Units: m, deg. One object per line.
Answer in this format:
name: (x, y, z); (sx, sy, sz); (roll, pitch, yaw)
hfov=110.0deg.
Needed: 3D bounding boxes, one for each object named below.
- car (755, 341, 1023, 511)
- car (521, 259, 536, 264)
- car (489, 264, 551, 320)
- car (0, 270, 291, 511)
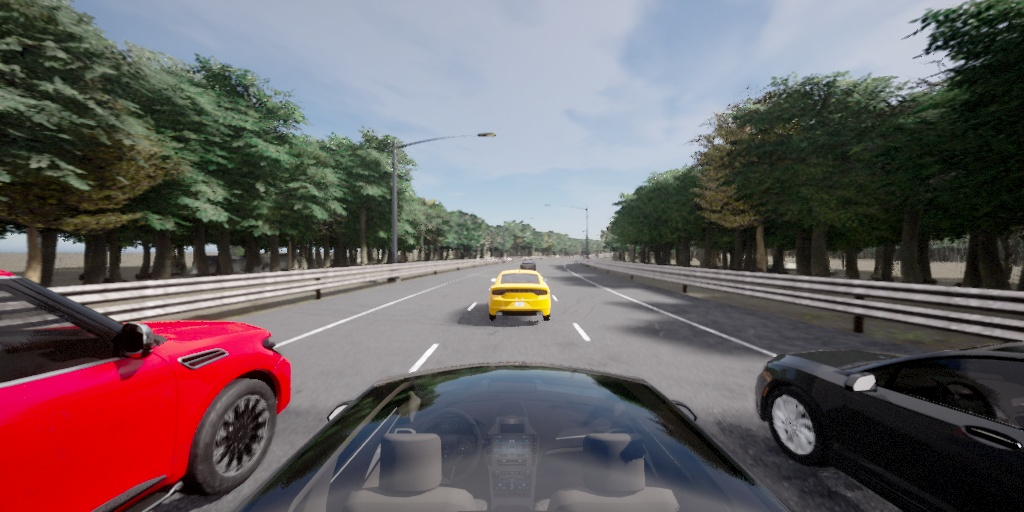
car: (3.628, 1.258, 2.018); (1.837, 1.490, 4.892); (0, 0, 0)
car: (2.026, 1.163, 44.076); (2.128, 1.511, 4.902); (0, 0, 5)
car: (0.267, 1.221, 12.673); (1.882, 1.535, 5.008); (0, 0, 1)
car: (-3.381, 0.968, 1.361); (2.150, 2.045, 5.566); (0, 0, 0)
